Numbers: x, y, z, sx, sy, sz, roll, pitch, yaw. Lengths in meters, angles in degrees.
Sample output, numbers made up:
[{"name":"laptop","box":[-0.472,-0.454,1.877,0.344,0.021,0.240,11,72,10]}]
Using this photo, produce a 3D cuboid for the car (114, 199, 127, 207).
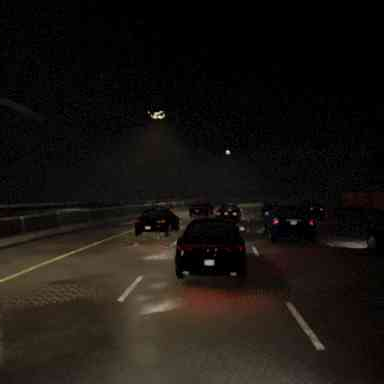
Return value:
[{"name":"car","box":[-9.166,1.786,50.318,2.128,1.511,4.902,0,0,18]}]

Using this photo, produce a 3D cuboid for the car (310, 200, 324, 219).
[{"name":"car","box":[11.155,1.556,31.601,2.097,1.767,4.553,0,0,13]}]

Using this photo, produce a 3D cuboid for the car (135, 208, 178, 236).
[{"name":"car","box":[-1.895,1.639,19.000,1.812,1.442,4.674,0,0,8]}]

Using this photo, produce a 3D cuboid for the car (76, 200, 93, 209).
[{"name":"car","box":[-15.968,1.898,52.084,1.895,1.301,4.718,0,0,18]}]

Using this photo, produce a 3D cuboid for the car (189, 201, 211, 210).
[{"name":"car","box":[1.081,1.689,34.613,1.882,1.535,5.008,0,0,14]}]

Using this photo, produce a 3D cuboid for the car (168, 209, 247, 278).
[{"name":"car","box":[0.642,1.542,10.437,1.882,1.535,5.008,0,0,5]}]

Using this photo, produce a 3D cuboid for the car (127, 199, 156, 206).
[{"name":"car","box":[-6.671,1.823,46.795,2.033,1.411,5.357,0,0,17]}]

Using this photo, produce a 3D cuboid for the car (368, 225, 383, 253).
[{"name":"car","box":[7.749,1.585,11.305,1.837,1.490,4.892,0,0,5]}]

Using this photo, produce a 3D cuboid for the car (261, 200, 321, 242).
[{"name":"car","box":[4.941,1.463,17.331,2.097,1.767,4.553,0,0,7]}]

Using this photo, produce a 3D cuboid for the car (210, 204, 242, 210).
[{"name":"car","box":[3.110,1.720,27.790,2.033,1.411,5.357,0,0,11]}]

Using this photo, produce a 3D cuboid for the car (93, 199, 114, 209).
[{"name":"car","box":[-12.505,1.845,51.457,2.033,1.411,5.357,0,0,18]}]

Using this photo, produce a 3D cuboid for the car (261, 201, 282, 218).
[{"name":"car","box":[8.071,1.691,33.737,1.882,1.535,5.008,0,0,14]}]
